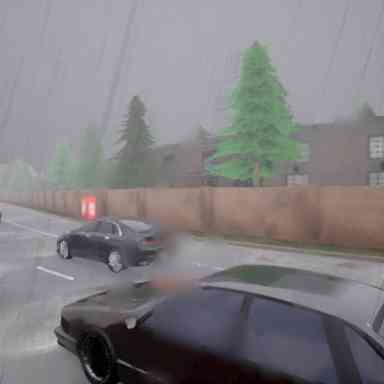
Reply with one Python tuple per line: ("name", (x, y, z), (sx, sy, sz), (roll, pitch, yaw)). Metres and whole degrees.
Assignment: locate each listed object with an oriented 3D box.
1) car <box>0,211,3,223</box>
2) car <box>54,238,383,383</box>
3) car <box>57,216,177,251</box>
("car", (-15.910, 1.681, 25.616), (1.895, 1.301, 4.718), (0, 0, -36))
("car", (0.742, 1.564, 3.547), (5.357, 1.411, 2.033), (0, 0, 37))
("car", (-2.584, 1.546, 10.852), (4.892, 1.490, 1.837), (0, 0, 41))
